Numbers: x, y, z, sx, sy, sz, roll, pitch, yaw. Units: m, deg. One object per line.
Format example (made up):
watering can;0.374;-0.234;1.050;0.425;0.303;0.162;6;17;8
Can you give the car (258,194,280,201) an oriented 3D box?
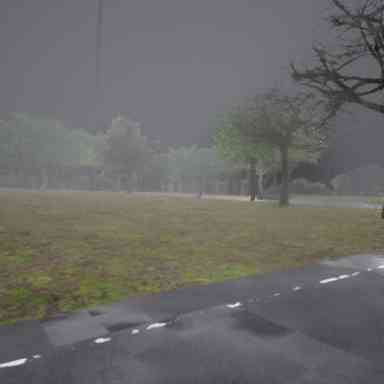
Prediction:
car;16.079;1.066;68.086;2.033;1.411;5.357;0;2;-35
